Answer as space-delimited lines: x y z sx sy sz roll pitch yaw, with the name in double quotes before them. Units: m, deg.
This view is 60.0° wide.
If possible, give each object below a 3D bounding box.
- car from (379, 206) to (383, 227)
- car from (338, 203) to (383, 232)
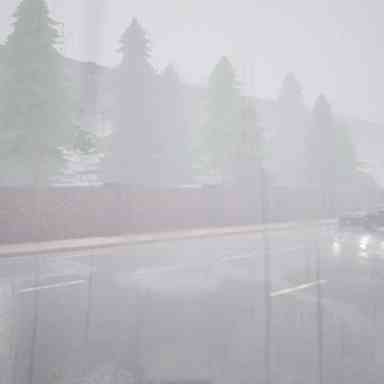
"car" 11.450 1.515 16.421 4.674 1.442 1.812 0 0 -36
"car" 10.909 1.465 20.346 5.008 1.535 1.882 0 0 -35
